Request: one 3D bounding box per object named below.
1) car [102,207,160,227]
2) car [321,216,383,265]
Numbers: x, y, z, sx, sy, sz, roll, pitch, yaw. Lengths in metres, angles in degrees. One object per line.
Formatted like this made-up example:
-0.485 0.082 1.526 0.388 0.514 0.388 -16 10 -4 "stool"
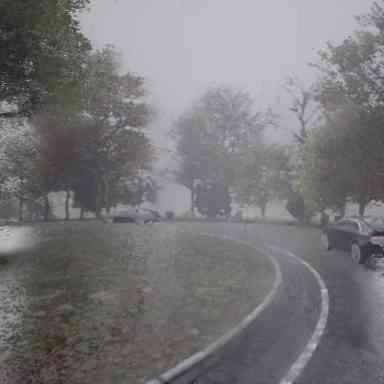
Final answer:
-5.040 2.009 27.454 4.902 1.511 2.128 -1 -1 20 "car"
6.263 1.607 12.135 2.128 1.511 4.902 -1 -1 3 "car"
